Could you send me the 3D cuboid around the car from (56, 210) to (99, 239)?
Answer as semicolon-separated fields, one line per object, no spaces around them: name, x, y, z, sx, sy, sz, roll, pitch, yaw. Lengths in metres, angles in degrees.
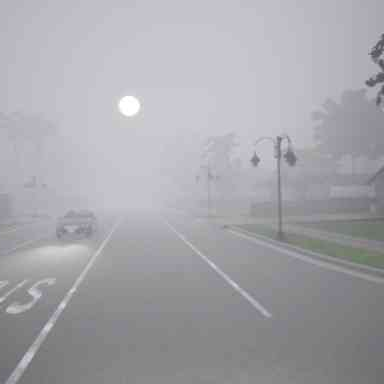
car;-6.759;1.832;19.963;2.128;1.511;4.902;-1;-1;-9
